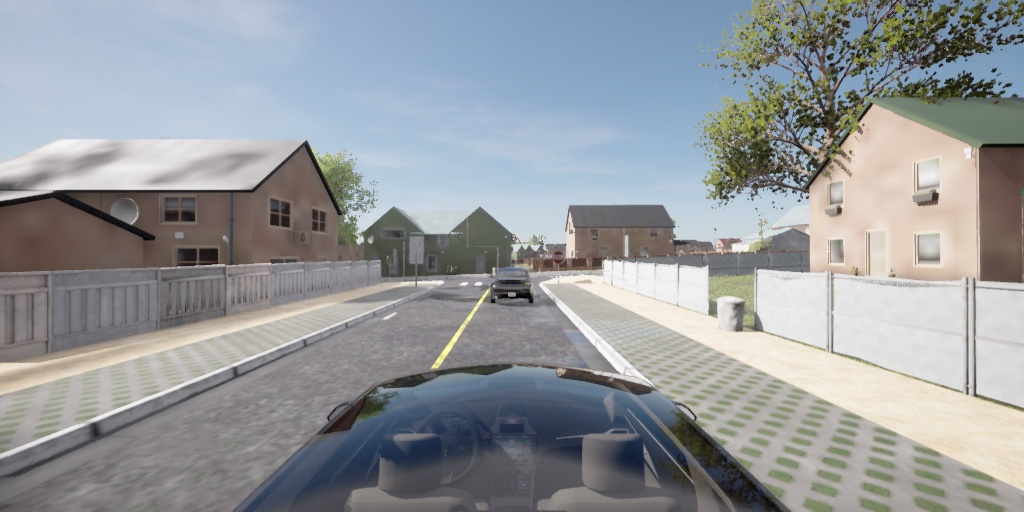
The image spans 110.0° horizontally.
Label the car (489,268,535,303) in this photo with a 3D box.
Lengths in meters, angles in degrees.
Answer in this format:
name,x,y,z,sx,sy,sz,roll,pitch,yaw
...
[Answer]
name,x,y,z,sx,sy,sz,roll,pitch,yaw
car,0.000,1.269,16.500,1.837,1.490,4.892,0,0,0
